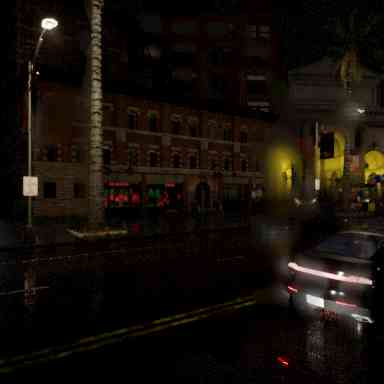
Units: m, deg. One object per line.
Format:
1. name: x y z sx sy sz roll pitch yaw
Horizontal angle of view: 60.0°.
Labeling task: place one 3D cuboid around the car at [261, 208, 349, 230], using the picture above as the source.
1. car: 5.907 1.547 16.851 5.357 1.411 2.033 0 0 -36

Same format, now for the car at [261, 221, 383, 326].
1. car: 3.911 1.492 6.610 4.902 1.511 2.128 0 0 -35
